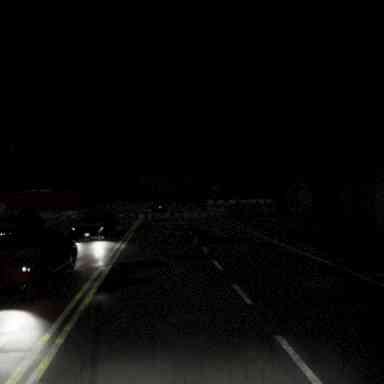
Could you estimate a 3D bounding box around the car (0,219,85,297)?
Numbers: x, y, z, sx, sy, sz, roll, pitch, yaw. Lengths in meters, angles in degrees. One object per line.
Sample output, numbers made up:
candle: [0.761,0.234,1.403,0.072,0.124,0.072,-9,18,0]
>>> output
car: [-4.397,1.670,8.732,1.994,1.385,4.181,-1,0,-6]

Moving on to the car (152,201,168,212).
car: [-4.121,1.835,42.558,1.994,1.385,4.181,-1,0,-6]

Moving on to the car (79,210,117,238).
car: [-5.423,1.722,18.980,2.033,1.411,5.357,-1,0,-6]

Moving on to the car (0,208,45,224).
car: [-8.656,1.707,16.160,1.837,1.490,4.892,-1,0,-5]
